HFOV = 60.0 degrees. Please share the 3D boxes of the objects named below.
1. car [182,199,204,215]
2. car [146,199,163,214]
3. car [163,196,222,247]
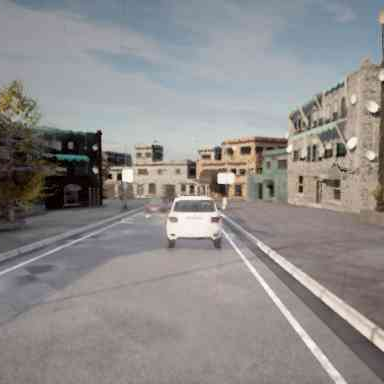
[{"bbox_3d":[0.093,1.476,34.222,2.033,1.411,5.357,0,0,0],"label":"car"},{"bbox_3d":[-3.603,1.453,34.483,1.812,1.442,4.674,0,0,0],"label":"car"},{"bbox_3d":[0.108,1.204,15.031,2.150,2.045,5.566,0,0,0],"label":"car"}]
